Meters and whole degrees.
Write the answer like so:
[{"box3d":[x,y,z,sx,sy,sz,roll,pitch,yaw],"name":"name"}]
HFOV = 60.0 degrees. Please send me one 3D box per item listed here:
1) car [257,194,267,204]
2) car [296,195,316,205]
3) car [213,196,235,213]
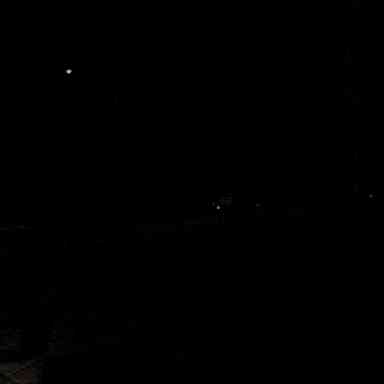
[{"box3d":[9.980,1.091,51.308,1.812,1.442,4.674,1,0,35],"name":"car"},{"box3d":[17.247,1.175,50.319,1.837,1.490,4.892,1,0,35],"name":"car"},{"box3d":[3.666,1.149,31.177,1.812,1.442,4.674,1,0,35],"name":"car"}]
